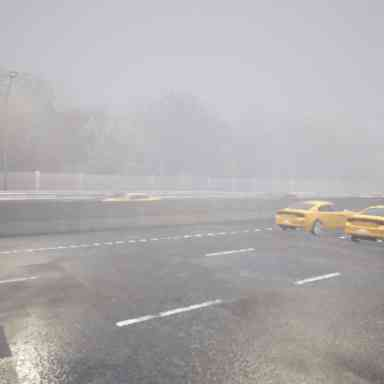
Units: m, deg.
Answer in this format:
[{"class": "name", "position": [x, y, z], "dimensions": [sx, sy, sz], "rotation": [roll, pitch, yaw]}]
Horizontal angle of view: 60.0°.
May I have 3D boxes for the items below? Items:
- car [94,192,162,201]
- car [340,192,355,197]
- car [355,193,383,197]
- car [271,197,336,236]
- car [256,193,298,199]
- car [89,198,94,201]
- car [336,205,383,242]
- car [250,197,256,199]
[{"class": "car", "position": [-4.751, 0.817, 26.123], "dimensions": [5.008, 1.535, 1.882], "rotation": [0, 2, -34]}, {"class": "car", "position": [23.638, 0.799, 49.223], "dimensions": [4.674, 1.442, 1.812], "rotation": [0, 1, -34]}, {"class": "car", "position": [25.338, 0.846, 46.155], "dimensions": [5.008, 1.535, 1.882], "rotation": [0, 1, -34]}, {"class": "car", "position": [6.386, 1.202, 16.633], "dimensions": [5.008, 1.535, 1.882], "rotation": [0, 2, -34]}, {"class": "car", "position": [9.646, 0.858, 35.731], "dimensions": [4.892, 1.490, 1.837], "rotation": [0, 1, -33]}, {"class": "car", "position": [-6.521, 0.750, 29.148], "dimensions": [4.892, 1.490, 1.837], "rotation": [0, 1, -34]}, {"class": "car", "position": [8.430, 1.297, 13.791], "dimensions": [5.008, 1.535, 1.882], "rotation": [0, 2, -34]}, {"class": "car", "position": [9.286, 0.807, 39.670], "dimensions": [5.357, 1.411, 2.033], "rotation": [0, 1, -33]}]
